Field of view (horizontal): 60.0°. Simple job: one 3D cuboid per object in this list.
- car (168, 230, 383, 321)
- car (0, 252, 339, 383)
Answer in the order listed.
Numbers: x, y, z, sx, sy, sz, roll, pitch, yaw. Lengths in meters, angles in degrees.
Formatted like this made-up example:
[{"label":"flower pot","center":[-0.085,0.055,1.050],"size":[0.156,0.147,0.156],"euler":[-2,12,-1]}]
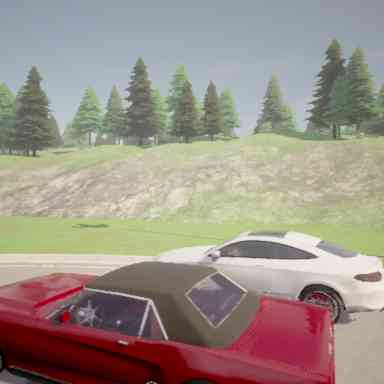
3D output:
[{"label":"car","center":[1.342,1.526,6.842],"size":[4.674,1.442,1.812],"euler":[0,-1,26]},{"label":"car","center":[-0.772,1.601,4.164],"size":[4.718,1.301,1.895],"euler":[0,0,23]}]
